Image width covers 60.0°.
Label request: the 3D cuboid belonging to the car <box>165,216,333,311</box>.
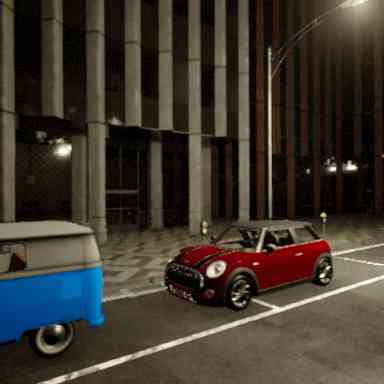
[{"bbox_3d":[1.381,1.423,7.651,4.097,1.590,1.967,0,0,-36],"label":"car"}]

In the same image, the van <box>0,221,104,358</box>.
[{"bbox_3d":[-3.201,1.342,4.369,3.998,1.788,1.690,0,0,-36],"label":"van"}]
